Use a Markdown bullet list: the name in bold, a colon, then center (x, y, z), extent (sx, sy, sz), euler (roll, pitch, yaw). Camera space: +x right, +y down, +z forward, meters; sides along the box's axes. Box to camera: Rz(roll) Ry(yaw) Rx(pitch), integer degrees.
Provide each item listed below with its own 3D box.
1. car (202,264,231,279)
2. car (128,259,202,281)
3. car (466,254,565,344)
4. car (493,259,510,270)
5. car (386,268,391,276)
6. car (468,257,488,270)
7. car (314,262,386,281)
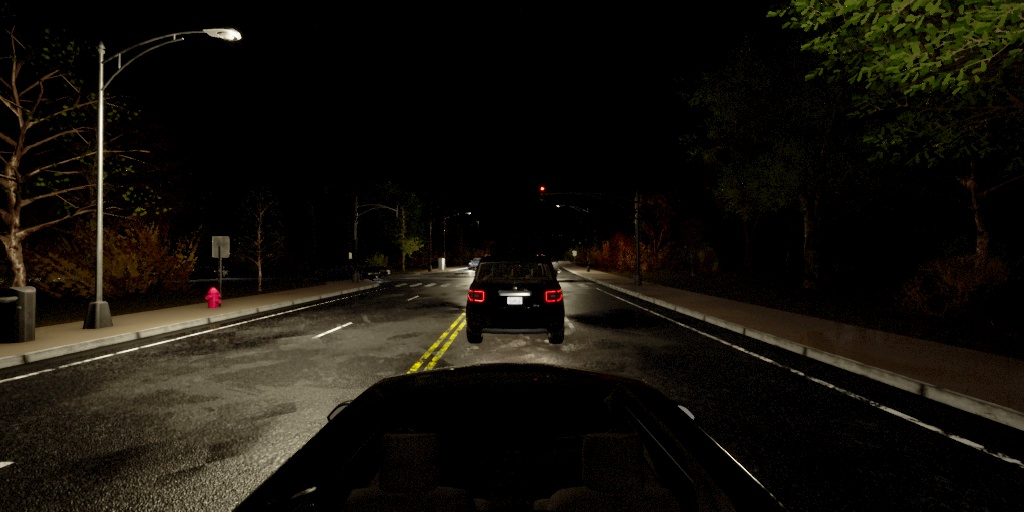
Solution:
- **car**: center (-31.096, 1.531, 36.328), extent (4.902, 1.511, 2.128), euler (-1, -1, 10)
- **car**: center (-32.461, 1.242, 33.265), extent (5.566, 2.045, 2.150), euler (-1, -1, 10)
- **car**: center (0.109, 0.972, 9.741), extent (2.150, 2.045, 5.566), euler (0, 0, 1)
- **car**: center (-1.461, 1.190, 52.005), extent (2.128, 1.511, 4.902), euler (0, 0, 2)
- **car**: center (-13.896, 1.350, 33.661), extent (4.902, 1.511, 2.128), euler (-1, -1, 6)
- **car**: center (-4.777, 1.056, 50.934), extent (2.097, 1.767, 4.553), euler (0, 0, 4)
- **car**: center (-13.761, 1.368, 30.037), extent (5.357, 1.411, 2.033), euler (-1, -1, 10)
